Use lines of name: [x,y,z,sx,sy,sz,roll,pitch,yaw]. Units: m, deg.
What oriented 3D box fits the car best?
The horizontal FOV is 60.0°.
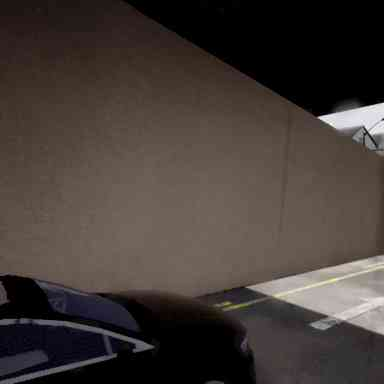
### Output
car: [-1.603,1.492,2.670,4.902,1.511,2.128,0,0,-35]
